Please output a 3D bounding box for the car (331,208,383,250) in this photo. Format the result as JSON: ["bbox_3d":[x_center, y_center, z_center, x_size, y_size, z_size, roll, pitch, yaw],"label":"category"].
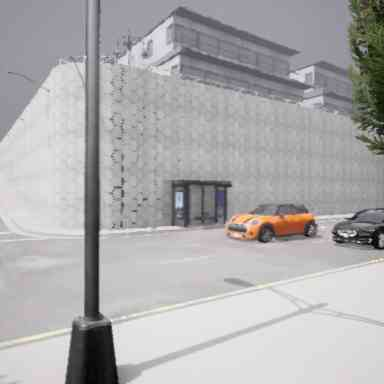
[{"bbox_3d":[8.030,1.484,14.377,4.892,1.490,1.837,0,0,-34],"label":"car"}]

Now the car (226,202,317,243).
[{"bbox_3d":[3.799,1.310,15.781,4.553,1.767,2.097,0,0,-33],"label":"car"}]
